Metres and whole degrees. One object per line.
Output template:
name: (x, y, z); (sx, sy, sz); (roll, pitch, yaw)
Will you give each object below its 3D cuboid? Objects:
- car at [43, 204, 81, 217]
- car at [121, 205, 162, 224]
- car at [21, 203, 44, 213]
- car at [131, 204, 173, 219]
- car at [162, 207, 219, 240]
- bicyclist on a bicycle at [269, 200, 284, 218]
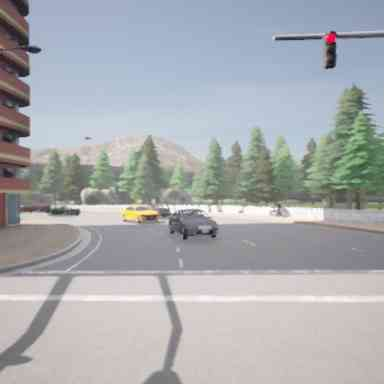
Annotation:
car: (-16.028, 2.394, 41.577); (4.718, 1.301, 1.895); (-1, -1, 34)
car: (-4.701, 1.926, 29.770); (1.882, 1.535, 5.008); (0, -1, -33)
car: (-25.253, 2.581, 53.425); (5.008, 1.535, 1.882); (-2, -1, 16)
car: (-4.434, 2.074, 35.990); (2.033, 1.411, 5.357); (0, -1, -39)
car: (-0.022, 1.715, 18.708); (2.128, 1.511, 4.902); (-1, -1, -16)
bicyclist on a bicycle: (7.721, 1.552, 30.359); (1.656, 1.620, 0.582); (-1, -1, -25)
